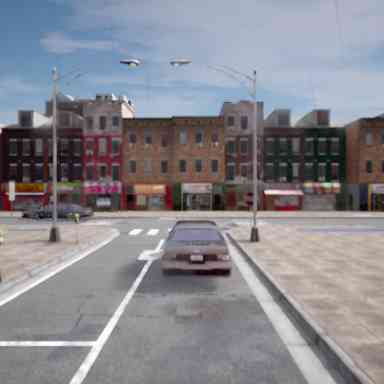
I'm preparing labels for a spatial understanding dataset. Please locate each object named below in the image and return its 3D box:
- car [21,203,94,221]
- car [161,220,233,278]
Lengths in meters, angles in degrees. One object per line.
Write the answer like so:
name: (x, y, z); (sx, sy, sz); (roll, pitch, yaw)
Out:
car: (-10.814, 1.577, 26.976); (5.357, 1.411, 2.033); (0, 0, -3)
car: (0.107, 1.569, 10.184); (2.033, 1.411, 5.357); (0, 0, 0)
